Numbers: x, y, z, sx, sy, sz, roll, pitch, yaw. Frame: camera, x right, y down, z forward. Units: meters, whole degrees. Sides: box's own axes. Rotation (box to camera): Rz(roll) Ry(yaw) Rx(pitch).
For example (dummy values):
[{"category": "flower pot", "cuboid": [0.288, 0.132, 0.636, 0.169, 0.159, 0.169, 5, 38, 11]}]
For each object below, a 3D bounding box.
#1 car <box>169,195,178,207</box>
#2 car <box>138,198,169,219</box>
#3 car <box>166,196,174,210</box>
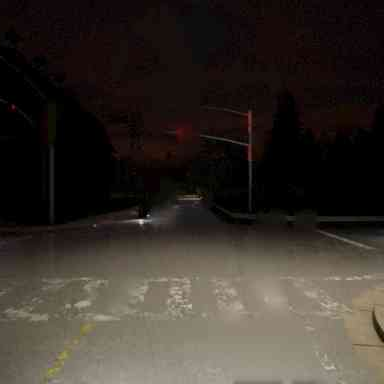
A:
[{"category": "car", "cuboid": [-3.508, 1.526, 48.863, 1.812, 1.442, 4.674, 0, 0, 0]}, {"category": "car", "cuboid": [-3.548, 1.547, 29.821, 2.033, 1.411, 5.357, 0, 0, 0]}, {"category": "car", "cuboid": [-3.531, 1.505, 39.566, 1.837, 1.490, 4.892, 0, 0, 0]}]
